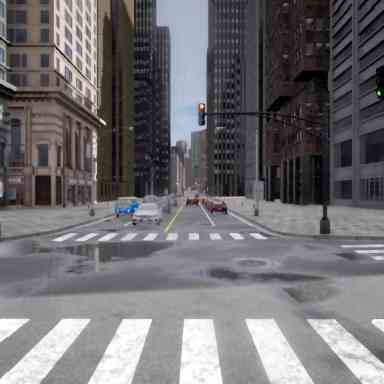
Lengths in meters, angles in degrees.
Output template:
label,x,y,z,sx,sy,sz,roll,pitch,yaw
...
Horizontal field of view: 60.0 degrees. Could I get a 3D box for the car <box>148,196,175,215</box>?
label,x,y,z,sx,sy,sz,roll,pitch,yaw
car,-3.123,1.511,34.700,1.837,1.490,4.892,0,0,0

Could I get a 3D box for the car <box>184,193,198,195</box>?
label,x,y,z,sx,sy,sz,roll,pitch,yaw
car,-0.044,1.516,65.169,2.128,1.511,4.902,0,0,0

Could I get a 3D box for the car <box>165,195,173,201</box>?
label,x,y,z,sx,sy,sz,roll,pitch,yaw
car,-5.828,1.563,85.024,1.752,1.417,4.829,0,0,0

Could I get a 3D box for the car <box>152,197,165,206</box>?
label,x,y,z,sx,sy,sz,roll,pitch,yaw
car,-5.814,1.601,57.569,1.802,1.307,4.206,0,0,0

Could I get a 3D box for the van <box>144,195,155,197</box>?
label,x,y,z,sx,sy,sz,roll,pitch,yaw
van,-5.809,1.353,46.519,1.690,1.788,3.998,0,0,0

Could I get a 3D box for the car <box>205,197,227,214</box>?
label,x,y,z,sx,sy,sz,roll,pitch,yaw
car,2.752,1.550,35.457,1.887,1.381,4.507,0,0,0

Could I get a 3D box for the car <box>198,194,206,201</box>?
label,x,y,z,sx,sy,sz,roll,pitch,yaw
car,2.702,1.482,90.712,1.967,1.590,4.097,0,0,0

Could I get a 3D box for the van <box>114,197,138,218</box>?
label,x,y,z,sx,sy,sz,roll,pitch,yaw
van,-5.800,1.344,29.944,1.690,1.788,3.998,0,0,0

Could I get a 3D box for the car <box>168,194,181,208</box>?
label,x,y,z,sx,sy,sz,roll,pitch,yaw
car,-3.117,1.501,48.099,2.128,1.511,4.902,0,0,0

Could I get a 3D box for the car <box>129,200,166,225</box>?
label,x,y,z,sx,sy,sz,roll,pitch,yaw
car,-3.118,1.527,24.012,1.812,1.442,4.674,0,0,-2

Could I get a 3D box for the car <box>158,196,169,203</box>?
label,x,y,z,sx,sy,sz,roll,pitch,yaw
car,-5.820,1.577,68.619,2.008,1.369,4.403,0,0,0

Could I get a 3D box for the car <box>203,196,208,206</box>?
label,x,y,z,sx,sy,sz,roll,pitch,yaw
car,2.747,1.553,40.982,1.887,1.381,4.507,0,0,0

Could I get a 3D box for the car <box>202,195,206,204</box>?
label,x,y,z,sx,sy,sz,roll,pitch,yaw
car,2.742,1.556,46.508,1.887,1.381,4.507,0,0,0

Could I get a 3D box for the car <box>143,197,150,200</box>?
label,x,y,z,sx,sy,sz,roll,pitch,yaw
car,-5.803,1.550,35.469,1.887,1.381,4.507,0,0,0

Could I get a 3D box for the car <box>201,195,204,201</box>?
label,x,y,z,sx,sy,sz,roll,pitch,yaw
car,2.737,1.541,52.203,1.752,1.417,4.829,0,0,0

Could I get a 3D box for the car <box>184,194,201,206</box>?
label,x,y,z,sx,sy,sz,roll,pitch,yaw
car,0.014,1.495,54.790,1.882,1.535,5.008,0,0,0
